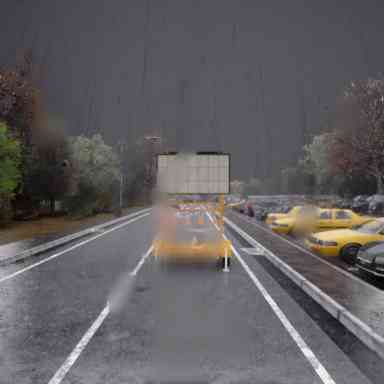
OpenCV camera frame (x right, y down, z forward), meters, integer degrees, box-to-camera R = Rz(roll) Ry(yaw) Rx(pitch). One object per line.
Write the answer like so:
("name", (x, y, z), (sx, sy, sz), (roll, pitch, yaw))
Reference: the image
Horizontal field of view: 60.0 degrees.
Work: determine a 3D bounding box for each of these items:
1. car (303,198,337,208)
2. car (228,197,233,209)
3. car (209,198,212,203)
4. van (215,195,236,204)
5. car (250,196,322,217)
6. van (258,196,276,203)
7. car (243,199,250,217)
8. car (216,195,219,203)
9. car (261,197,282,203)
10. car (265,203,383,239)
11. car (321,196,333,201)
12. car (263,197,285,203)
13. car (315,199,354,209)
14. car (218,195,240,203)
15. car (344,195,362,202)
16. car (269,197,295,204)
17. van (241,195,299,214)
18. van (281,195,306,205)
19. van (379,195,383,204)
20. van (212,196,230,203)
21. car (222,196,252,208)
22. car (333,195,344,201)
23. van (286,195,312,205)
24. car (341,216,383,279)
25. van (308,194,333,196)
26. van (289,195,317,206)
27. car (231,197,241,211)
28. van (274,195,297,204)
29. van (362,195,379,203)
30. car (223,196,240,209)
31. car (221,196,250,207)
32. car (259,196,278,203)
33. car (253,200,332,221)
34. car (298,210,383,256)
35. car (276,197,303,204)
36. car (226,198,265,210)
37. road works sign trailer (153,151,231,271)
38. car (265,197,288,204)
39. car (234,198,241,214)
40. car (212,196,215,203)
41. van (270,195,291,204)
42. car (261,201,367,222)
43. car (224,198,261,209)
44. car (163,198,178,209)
("car", (20.279, 1.708, 52.833), (4.674, 1.452, 2.002), (0, 0, 0))
("car", (7.073, 1.633, 39.169), (4.792, 1.488, 2.163), (0, 0, 0))
("car", (7.429, 2.089, 83.563), (5.008, 1.535, 2.097), (0, -1, 0))
("van", (7.226, 1.627, 72.467), (4.442, 1.987, 1.878), (0, -1, 0))
("car", (7.033, 1.407, 25.291), (4.553, 1.767, 2.185), (0, 0, 0))
("van", (20.678, 2.030, 91.594), (4.442, 1.987, 1.878), (0, -1, 0))
("car", (7.051, 1.574, 28.063), (4.792, 1.488, 2.163), (0, 0, 0))
("car", (7.237, 1.705, 58.601), (5.008, 1.535, 2.097), (0, 0, 0))
("car", (20.517, 2.140, 86.177), (5.008, 1.535, 2.097), (0, -1, 0))
("car", (6.757, 1.522, 17.093), (5.366, 1.575, 1.946), (0, 0, 0))
("car", (20.216, 1.624, 44.524), (5.008, 1.535, 2.097), (0, 0, 0))
("car", (20.496, 2.078, 83.282), (5.008, 1.535, 2.097), (0, -1, 0))
("car", (20.245, 1.680, 47.419), (4.674, 1.452, 2.002), (0, 0, 0))
("car", (6.997, 1.659, 50.274), (5.366, 1.575, 1.946), (0, 0, 0))
("car", (20.133, 1.330, 36.214), (5.566, 2.045, 2.435), (0, 0, 0))
("car", (20.257, 1.898, 74.973), (5.366, 1.575, 1.946), (0, -1, 0))
("van", (7.159, 1.333, 30.841), (4.442, 1.987, 1.878), (0, 0, 0))
("van", (20.266, 1.516, 66.820), (4.442, 1.987, 1.878), (0, -1, 0))
("van", (20.237, 1.326, 30.673), (4.442, 1.987, 1.878), (0, 0, 0))
("van", (7.560, 1.923, 86.342), (4.442, 1.987, 1.878), (0, -1, 0))
("car", (7.171, 1.551, 53.050), (4.553, 1.767, 2.185), (0, 0, 0))
("car", (20.153, 1.344, 38.984), (5.566, 2.045, 2.435), (0, 0, 0))
("van", (20.478, 1.501, 63.915), (4.442, 1.987, 1.878), (0, 0, 0))
("car", (6.888, 1.553, 8.642), (4.892, 1.521, 2.231), (0, 0, 0))
("van", (20.379, 1.428, 50.190), (4.442, 1.987, 1.878), (0, 0, 0))
("van", (20.459, 1.487, 61.270), (4.442, 1.987, 1.878), (0, 0, 0))
("car", (7.053, 1.618, 36.393), (4.792, 1.488, 2.163), (0, 0, 0))
("van", (20.304, 1.616, 72.210), (4.442, 1.987, 1.878), (0, -1, 0))
("van", (20.024, 1.341, 33.445), (4.442, 1.987, 1.878), (0, 0, 0))
("car", (6.937, 1.615, 41.946), (5.366, 1.575, 1.946), (0, 0, 0))
("car", (7.191, 1.565, 55.826), (4.553, 1.767, 2.185), (0, 0, 0))
("car", (20.510, 2.071, 88.824), (4.553, 1.767, 2.185), (0, -1, 0))
("car", (6.976, 1.525, 22.511), (4.892, 1.521, 2.231), (0, 0, 0))
("car", (6.716, 1.539, 11.419), (5.366, 1.575, 1.946), (0, 0, 0))
("car", (20.406, 1.782, 69.435), (5.008, 1.535, 2.097), (0, -1, 0))
("car", (7.149, 1.633, 44.721), (4.892, 1.521, 2.231), (0, 0, 0))
("road works sign trailer", (0.052, 0.482, 10.952), (2.380, 3.560, 2.880), (0, 0, 3))
("car", (20.475, 2.020, 80.512), (4.892, 1.521, 2.231), (0, -1, 0))
("car", (7.033, 1.604, 33.617), (4.792, 1.488, 2.163), (0, 0, 0))
("car", (7.331, 1.498, 66.931), (5.566, 2.045, 2.435), (0, 0, 0))
("van", (20.578, 1.734, 77.747), (4.442, 1.987, 1.878), (0, -1, 0))
("car", (7.147, 1.519, 19.743), (5.366, 1.575, 1.946), (0, 0, 0))
("car", (7.156, 1.648, 47.497), (4.892, 1.521, 2.231), (0, 0, 0))
("car", (-3.109, 1.663, 48.997), (1.837, 1.490, 4.892), (0, 0, 0))
